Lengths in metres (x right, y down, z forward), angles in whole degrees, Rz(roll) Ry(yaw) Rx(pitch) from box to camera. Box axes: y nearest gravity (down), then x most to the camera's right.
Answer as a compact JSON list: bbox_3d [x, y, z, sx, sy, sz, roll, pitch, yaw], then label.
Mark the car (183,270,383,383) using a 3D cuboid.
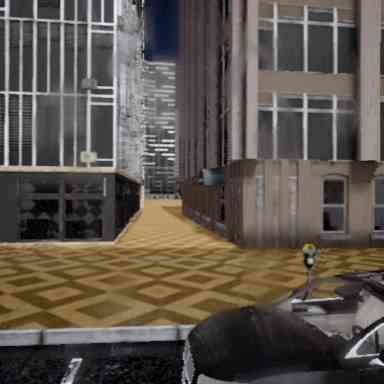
[{"bbox_3d":[2.104,1.581,3.529,4.403,1.369,2.008,1,-1,-6],"label":"car"}]
